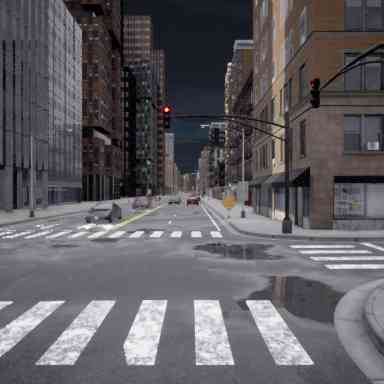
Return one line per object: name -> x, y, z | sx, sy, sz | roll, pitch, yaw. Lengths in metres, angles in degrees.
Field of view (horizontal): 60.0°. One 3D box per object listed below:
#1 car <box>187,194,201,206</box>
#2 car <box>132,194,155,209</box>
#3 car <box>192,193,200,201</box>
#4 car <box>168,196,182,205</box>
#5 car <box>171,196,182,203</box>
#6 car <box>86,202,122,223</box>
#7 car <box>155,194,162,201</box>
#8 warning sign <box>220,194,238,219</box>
car -> 0.100, 1.493, 54.838 | 1.882, 1.535, 5.008 | 0, 0, 0
car -> -6.592, 1.362, 44.251 | 2.097, 1.767, 4.553 | 0, 0, 0
car -> 0.975, 1.267, 85.682 | 2.150, 2.045, 5.566 | 0, 0, 0
car -> -3.151, 1.619, 59.379 | 1.895, 1.301, 4.718 | 0, 0, 0
car -> -3.154, 1.573, 69.638 | 2.033, 1.411, 5.357 | 0, 0, 0
car -> -6.608, 1.529, 25.486 | 1.812, 1.442, 4.674 | 0, 0, 2
car -> -6.500, 1.111, 59.801 | 1.882, 1.535, 5.008 | 0, 0, 0
warning sign -> 2.853, 1.118, 25.648 | 1.300, 1.860, 1.060 | 0, 0, 0
